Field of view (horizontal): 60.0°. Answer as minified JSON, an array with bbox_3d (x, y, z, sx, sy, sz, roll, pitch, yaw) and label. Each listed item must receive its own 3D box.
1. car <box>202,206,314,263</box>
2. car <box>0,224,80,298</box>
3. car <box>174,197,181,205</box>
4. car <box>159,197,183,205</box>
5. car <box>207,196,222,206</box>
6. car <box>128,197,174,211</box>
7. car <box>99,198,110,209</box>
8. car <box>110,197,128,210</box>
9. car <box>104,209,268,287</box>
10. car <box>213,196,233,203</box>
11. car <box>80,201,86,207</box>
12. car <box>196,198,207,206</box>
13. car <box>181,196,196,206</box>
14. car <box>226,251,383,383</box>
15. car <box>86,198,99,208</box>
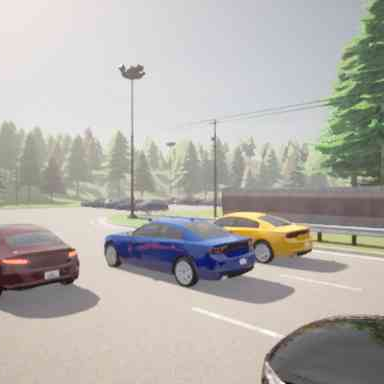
[{"bbox_3d":[1.781,1.480,12.057,5.008,1.535,1.882,0,0,43],"label":"car"},{"bbox_3d":[-4.556,1.528,8.398,4.674,1.442,1.812,0,0,43],"label":"car"},{"bbox_3d":[-1.130,1.503,57.519,2.128,1.511,4.902,0,0,43],"label":"car"},{"bbox_3d":[-3.764,1.577,59.822,1.994,1.385,4.181,0,0,43],"label":"car"},{"bbox_3d":[5.023,1.502,48.737,2.128,1.511,4.902,0,0,43],"label":"car"},{"bbox_3d":[-4.676,1.535,38.419,1.812,1.442,4.674,0,0,43],"label":"car"},{"bbox_3d":[-9.186,1.488,43.841,1.882,1.535,5.008,0,0,43],"label":"car"},{"bbox_3d":[-6.926,1.557,41.134,2.033,1.411,5.357,0,0,43],"label":"car"},{"bbox_3d":[-0.605,1.480,9.496,5.008,1.535,1.882,0,0,43],"label":"car"},{"bbox_3d":[6.700,1.538,70.827,1.812,1.442,4.674,0,0,43],"label":"car"},{"bbox_3d":[-13.765,1.560,49.189,2.033,1.411,5.357,0,0,43],"label":"car"},{"bbox_3d":[3.293,1.536,52.005,1.812,1.442,4.674,0,0,43],"label":"car"},{"bbox_3d":[0.919,1.612,54.597,1.895,1.301,4.718,0,0,43],"label":"car"},{"bbox_3d":[2.677,1.491,1.721,4.902,1.511,2.128,0,0,43],"label":"car"},{"bbox_3d":[-11.737,1.612,46.235,1.895,1.301,4.718,0,0,43],"label":"car"}]
